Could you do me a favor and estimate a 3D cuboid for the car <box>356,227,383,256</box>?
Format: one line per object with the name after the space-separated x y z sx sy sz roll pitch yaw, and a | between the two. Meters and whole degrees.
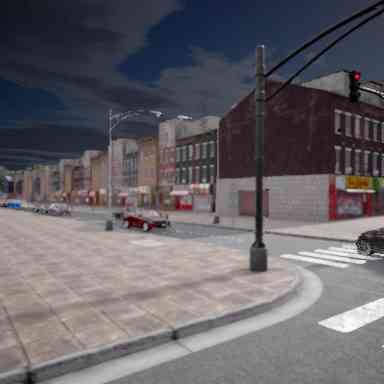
7.261 1.589 10.649 1.812 1.442 4.674 1 -1 -3 | car

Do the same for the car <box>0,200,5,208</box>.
-41.862 2.644 76.334 2.192 1.841 5.009 0 -1 -36 | car

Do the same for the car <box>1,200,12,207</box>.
-45.094 2.855 80.825 1.967 1.590 4.097 0 -1 -36 | car

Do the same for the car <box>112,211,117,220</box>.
-5.785 2.042 30.926 1.895 1.301 4.718 1 -1 -36 | car

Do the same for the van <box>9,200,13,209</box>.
-35.395 2.498 67.349 1.690 1.788 3.998 0 -1 -36 | van

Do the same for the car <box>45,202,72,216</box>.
-15.994 2.069 40.395 1.967 1.590 4.097 0 -1 -36 | car

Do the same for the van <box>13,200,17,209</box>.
-32.162 2.411 62.856 1.690 1.788 3.998 0 -1 -36 | van

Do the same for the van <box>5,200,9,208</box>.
-38.629 2.585 71.841 1.690 1.788 3.998 0 -1 -36 | van

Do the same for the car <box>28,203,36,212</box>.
-22.459 2.371 49.377 1.947 1.339 4.313 0 -1 -36 | car

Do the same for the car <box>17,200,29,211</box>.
-28.827 2.505 58.224 1.752 1.417 4.829 0 -1 -36 | car

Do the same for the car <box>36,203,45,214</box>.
-19.225 2.282 44.885 1.947 1.339 4.313 0 -1 -36 | car

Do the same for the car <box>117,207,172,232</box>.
-3.060 1.829 22.426 1.887 1.381 4.507 0 -1 -36 | car
